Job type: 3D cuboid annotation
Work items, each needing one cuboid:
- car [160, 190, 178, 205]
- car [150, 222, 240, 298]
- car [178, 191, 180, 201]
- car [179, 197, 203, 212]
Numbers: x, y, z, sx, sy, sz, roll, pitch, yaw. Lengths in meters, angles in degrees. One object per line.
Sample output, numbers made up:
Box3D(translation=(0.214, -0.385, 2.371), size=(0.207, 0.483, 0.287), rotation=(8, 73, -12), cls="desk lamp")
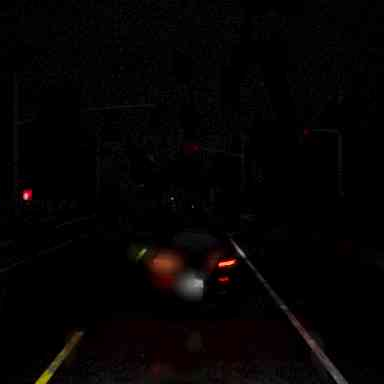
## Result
Box3D(translation=(-3.605, 0.956, 50.452), size=(2.097, 1.767, 4.553), rotation=(0, 0, 0), cls="car")
Box3D(translation=(0.069, 1.460, 8.243), size=(1.812, 1.442, 4.674), rotation=(0, 0, 0), cls="car")
Box3D(translation=(-3.548, 0.702, 66.212), size=(2.150, 2.045, 5.566), rotation=(0, 0, 0), cls="car")
Box3D(translation=(0.079, 1.218, 34.834), size=(2.128, 1.511, 4.902), rotation=(0, 0, 0), cls="car")
